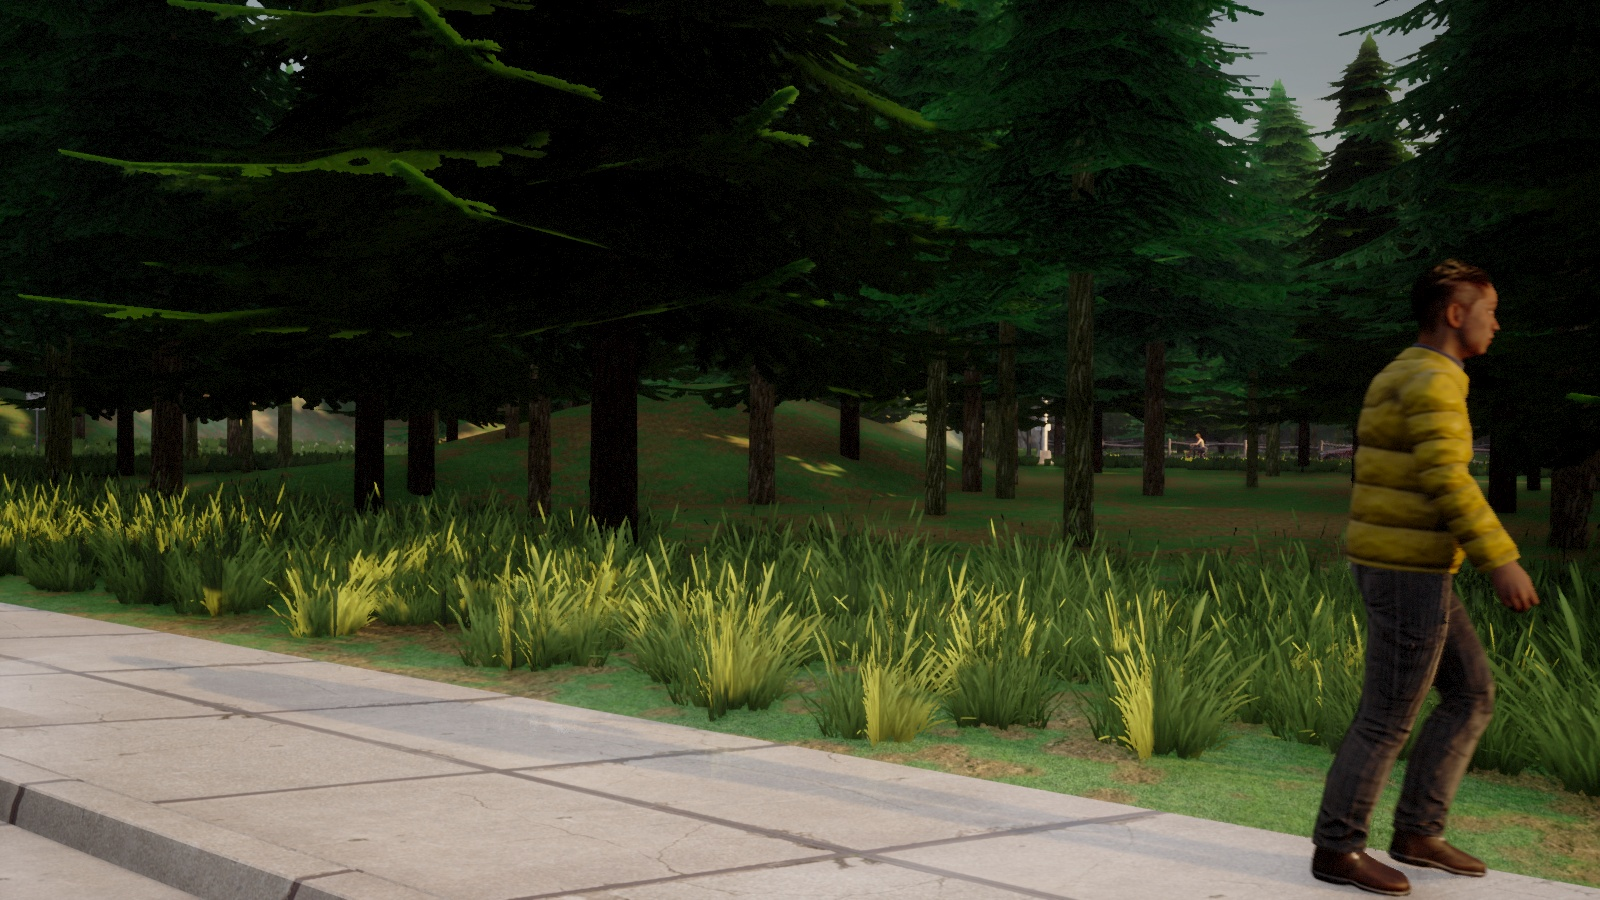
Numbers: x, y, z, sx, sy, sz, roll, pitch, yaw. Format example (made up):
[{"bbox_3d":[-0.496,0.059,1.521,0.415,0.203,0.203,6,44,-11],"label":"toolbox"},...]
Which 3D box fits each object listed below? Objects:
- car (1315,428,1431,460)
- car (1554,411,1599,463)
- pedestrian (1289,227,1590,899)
[{"bbox_3d":[26.660,-0.283,58.521,4.674,1.442,1.812,0,1,35],"label":"car"},{"bbox_3d":[33.184,-0.529,49.731,5.566,2.045,2.150,0,1,35],"label":"car"},{"bbox_3d":[1.822,0.327,3.645,0.709,1.840,0.431,0,1,17],"label":"pedestrian"}]
